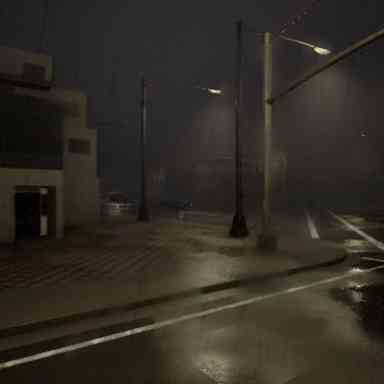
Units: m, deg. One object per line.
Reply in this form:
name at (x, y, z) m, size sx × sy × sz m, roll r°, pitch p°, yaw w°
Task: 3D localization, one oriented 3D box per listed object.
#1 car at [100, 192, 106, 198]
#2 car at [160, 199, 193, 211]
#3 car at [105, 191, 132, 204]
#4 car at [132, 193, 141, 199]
car at (-21.661, 0.685, 79.489) m, size 1.994 × 1.385 × 4.181 m, roll 0°, pitch -1°, yaw -36°
car at (-1.866, 1.544, 40.052) m, size 1.895 × 1.301 × 4.718 m, roll 0°, pitch 1°, yaw -36°
car at (-11.942, 1.067, 53.998) m, size 1.812 × 1.442 × 4.674 m, roll 0°, pitch 2°, yaw -36°
car at (-12.954, 0.833, 73.433) m, size 1.994 × 1.385 × 4.181 m, roll 0°, pitch 0°, yaw -36°
